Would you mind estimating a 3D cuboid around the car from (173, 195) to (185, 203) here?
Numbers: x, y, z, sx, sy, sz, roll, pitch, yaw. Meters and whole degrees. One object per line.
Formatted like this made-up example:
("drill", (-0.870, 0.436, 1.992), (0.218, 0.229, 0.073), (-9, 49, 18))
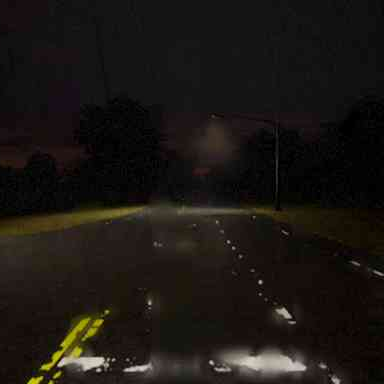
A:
("car", (-2.344, 1.270, 61.239), (1.837, 1.490, 4.892), (0, 1, 2))
